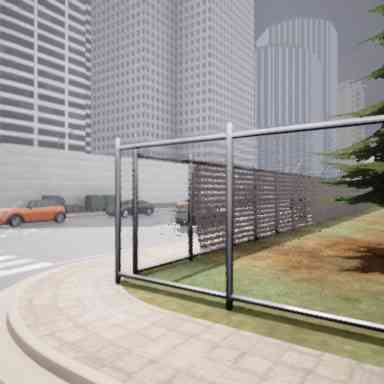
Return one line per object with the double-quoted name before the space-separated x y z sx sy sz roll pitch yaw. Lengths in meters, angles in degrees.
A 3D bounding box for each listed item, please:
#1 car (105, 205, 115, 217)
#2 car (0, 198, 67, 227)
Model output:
"car" -5.456 1.438 29.610 1.837 1.490 4.892 0 0 36
"car" -10.784 1.285 22.096 2.097 1.767 4.553 0 0 35
